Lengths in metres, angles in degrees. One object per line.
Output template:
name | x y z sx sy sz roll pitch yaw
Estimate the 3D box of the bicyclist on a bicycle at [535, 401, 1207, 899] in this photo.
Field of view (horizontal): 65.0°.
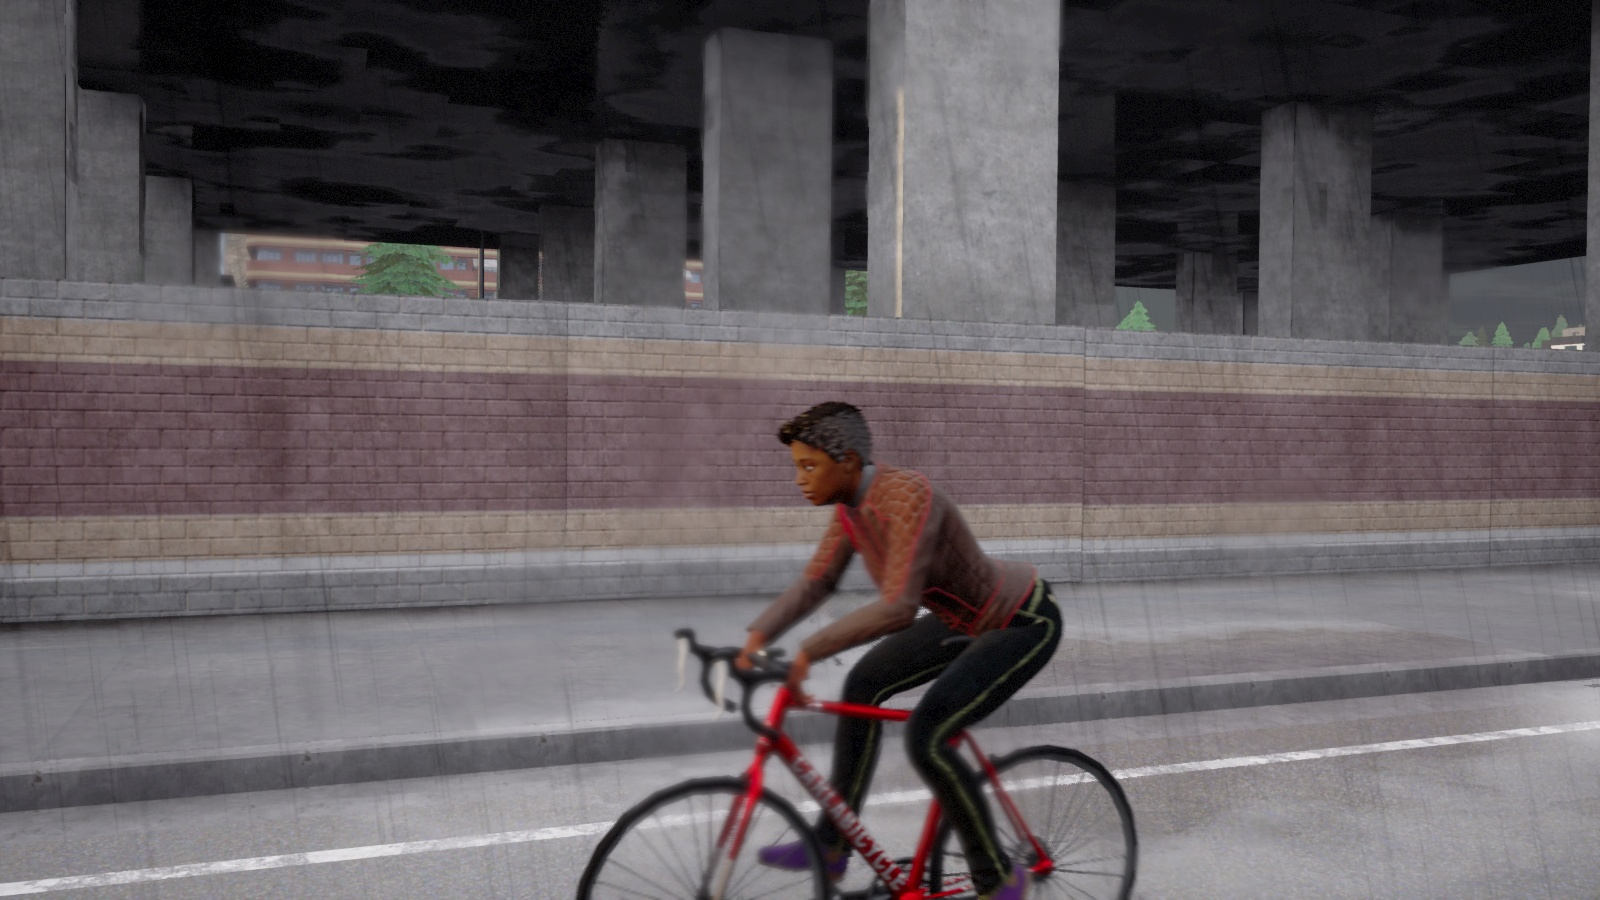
bicyclist on a bicycle | 0.198 0.695 3.314 1.656 1.620 0.582 -1 1 -21
